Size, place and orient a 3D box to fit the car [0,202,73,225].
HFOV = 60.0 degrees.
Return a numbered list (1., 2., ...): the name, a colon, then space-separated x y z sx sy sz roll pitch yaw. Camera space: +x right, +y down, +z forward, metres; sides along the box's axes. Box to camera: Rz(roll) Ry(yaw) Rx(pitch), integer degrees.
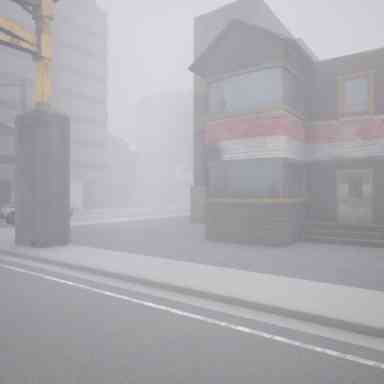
1. car: -10.705 1.453 23.515 2.038 1.542 4.974 0 0 16
